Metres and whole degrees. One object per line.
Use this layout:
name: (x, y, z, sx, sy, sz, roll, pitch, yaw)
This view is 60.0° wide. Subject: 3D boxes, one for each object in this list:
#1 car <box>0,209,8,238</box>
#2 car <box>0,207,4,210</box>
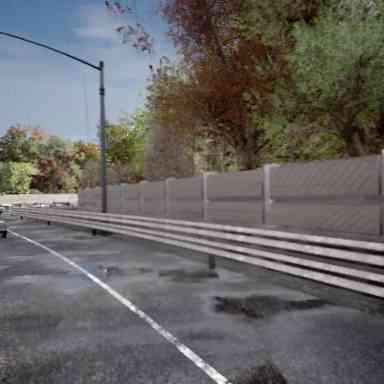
car: (-12.386, 2.028, 20.043, 2.033, 1.411, 5.357, -1, -1, -36)
car: (-30.265, 2.752, 50.740, 1.994, 1.385, 4.181, -1, 0, -12)
